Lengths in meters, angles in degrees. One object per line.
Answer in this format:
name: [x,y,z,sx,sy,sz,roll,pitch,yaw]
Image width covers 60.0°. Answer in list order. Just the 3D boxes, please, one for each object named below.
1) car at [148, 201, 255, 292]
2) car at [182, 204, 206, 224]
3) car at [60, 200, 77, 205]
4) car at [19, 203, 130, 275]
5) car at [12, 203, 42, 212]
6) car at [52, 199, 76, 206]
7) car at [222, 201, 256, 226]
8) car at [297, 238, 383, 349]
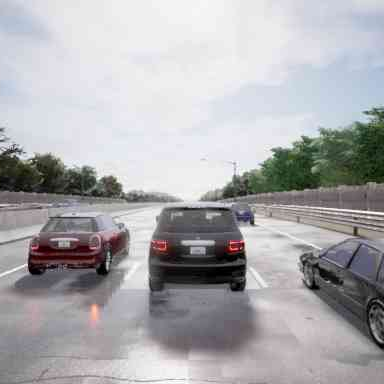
car: [0.124,1.264,9.208,2.150,2.045,5.566,0,0,0]
car: [0.178,1.808,28.384,1.882,1.535,5.008,0,-1,0]
car: [-13.985,2.106,40.795,1.882,1.535,5.008,0,-1,0]
car: [-3.367,1.408,10.805,2.097,1.767,4.553,0,-1,-1]
car: [-20.980,2.144,42.377,1.882,1.535,5.008,0,-1,0]
car: [-17.465,1.975,45.882,2.150,2.045,5.566,0,-1,0]
car: [3.672,1.651,26.939,2.097,1.767,4.553,0,-1,0]
car: [3.612,1.569,6.156,2.033,1.411,5.357,0,0,1]
